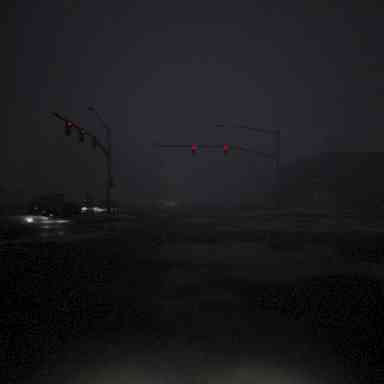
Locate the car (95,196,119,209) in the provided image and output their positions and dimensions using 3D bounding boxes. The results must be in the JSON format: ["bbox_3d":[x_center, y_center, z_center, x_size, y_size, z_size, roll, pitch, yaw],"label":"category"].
[{"bbox_3d":[-11.582,1.477,46.498,1.882,1.535,5.008,0,0,0],"label":"car"}]

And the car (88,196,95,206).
[{"bbox_3d":[-15.076,1.352,50.700,2.097,1.767,4.553,0,0,0],"label":"car"}]

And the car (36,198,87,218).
[{"bbox_3d":[-11.590,1.548,30.042,2.033,1.411,5.357,0,0,0],"label":"car"}]

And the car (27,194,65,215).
[{"bbox_3d":[-15.088,1.220,34.968,2.150,2.045,5.566,0,0,0],"label":"car"}]
